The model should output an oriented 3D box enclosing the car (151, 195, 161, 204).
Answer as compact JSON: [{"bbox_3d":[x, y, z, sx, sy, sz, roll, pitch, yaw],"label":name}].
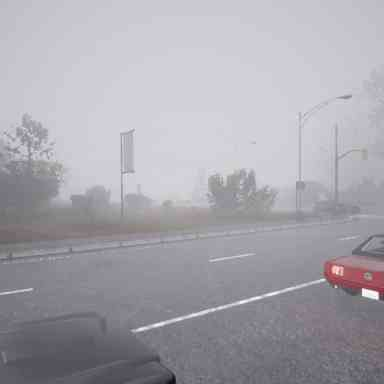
[{"bbox_3d":[-7.933,1.415,58.668,1.895,1.301,4.718,-1,0,-38],"label":"car"}]

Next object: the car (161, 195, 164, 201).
[{"bbox_3d":[-6.684,1.328,74.005,1.895,1.301,4.718,-1,0,-38],"label":"car"}]

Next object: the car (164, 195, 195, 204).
[{"bbox_3d":[-2.171,1.261,57.043,1.882,1.535,5.008,-1,0,-39],"label":"car"}]

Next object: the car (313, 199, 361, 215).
[{"bbox_3d":[13.497,1.367,31.102,1.994,1.385,4.181,0,0,-31],"label":"car"}]

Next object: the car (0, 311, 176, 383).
[{"bbox_3d":[-2.376,1.601,2.041,4.718,1.301,1.895,0,0,-36],"label":"car"}]

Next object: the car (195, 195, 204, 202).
[{"bbox_3d":[0.046,1.275,65.737,2.033,1.411,5.357,-1,0,-38],"label":"car"}]

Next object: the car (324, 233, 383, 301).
[{"bbox_3d":[5.072,1.570,7.378,4.718,1.301,1.895,0,0,-36],"label":"car"}]
